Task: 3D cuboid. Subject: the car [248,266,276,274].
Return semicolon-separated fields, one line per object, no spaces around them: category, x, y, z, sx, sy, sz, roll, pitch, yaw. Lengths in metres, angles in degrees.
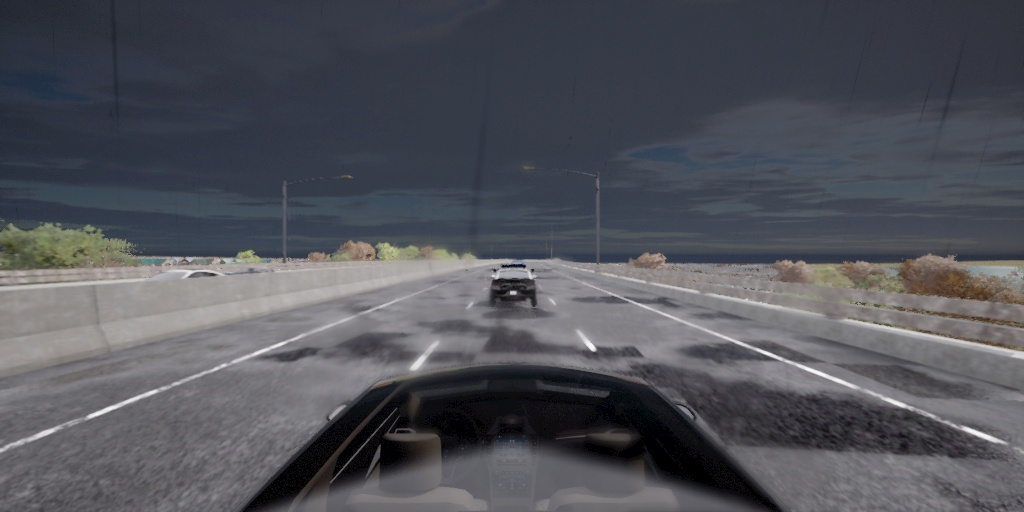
car;-17.346;1.372;23.810;1.895;1.301;4.718;0;0;0

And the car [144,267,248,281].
car;-14.006;1.283;15.226;1.812;1.442;4.674;0;0;1

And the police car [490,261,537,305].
police car;0.081;1.198;16.198;1.930;1.638;5.238;0;0;0
